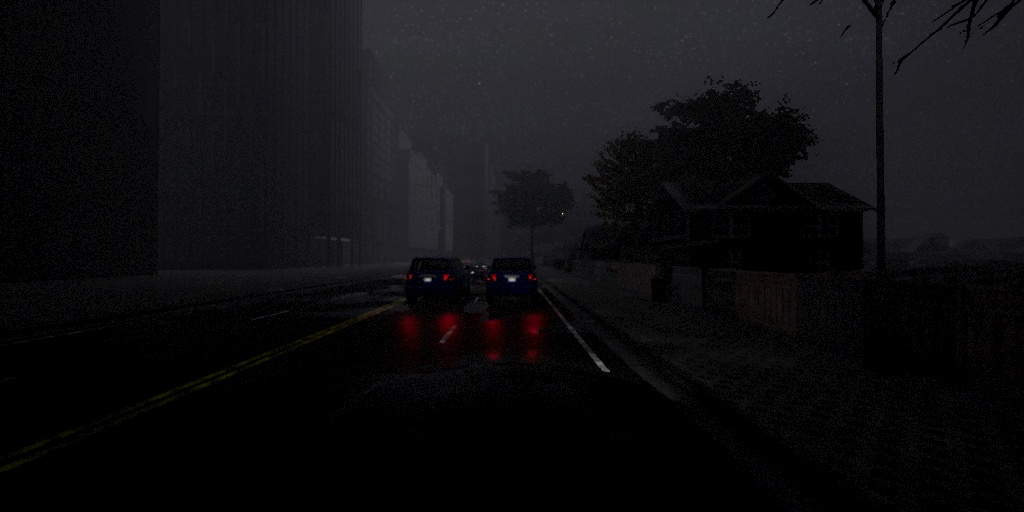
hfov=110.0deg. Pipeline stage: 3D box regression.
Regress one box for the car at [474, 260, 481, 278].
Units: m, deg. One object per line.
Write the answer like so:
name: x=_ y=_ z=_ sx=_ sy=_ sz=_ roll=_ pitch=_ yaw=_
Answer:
car: x=-3.250 y=1.329 z=31.502 sx=1.994 sy=1.385 sz=4.181 roll=0 pitch=0 yaw=0

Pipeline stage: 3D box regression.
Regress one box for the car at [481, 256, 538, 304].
car: x=0.000 y=1.009 z=16.531 sx=2.150 sy=2.045 sz=5.566 roll=0 pitch=0 yaw=0

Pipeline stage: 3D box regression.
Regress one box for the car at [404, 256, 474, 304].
car: x=-3.250 y=1.009 z=16.531 sx=2.150 sy=2.045 sz=5.566 roll=0 pitch=0 yaw=0
